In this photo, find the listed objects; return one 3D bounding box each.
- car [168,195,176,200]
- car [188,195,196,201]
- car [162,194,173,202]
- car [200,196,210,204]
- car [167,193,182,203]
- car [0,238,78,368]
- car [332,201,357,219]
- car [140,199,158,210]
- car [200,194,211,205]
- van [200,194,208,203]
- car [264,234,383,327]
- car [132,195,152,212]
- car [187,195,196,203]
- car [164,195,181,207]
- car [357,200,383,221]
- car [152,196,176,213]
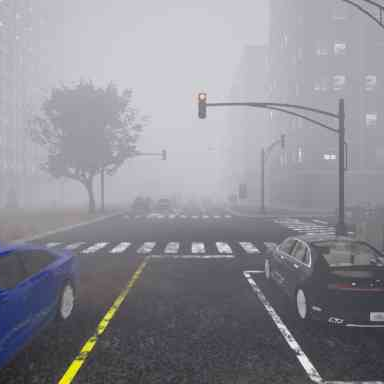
[{"bbox_3d":[-5.766,1.654,94.556,2.008,1.369,4.403,0,0,0],"label":"car"},{"bbox_3d":[-0.061,1.446,79.075,1.812,1.442,4.674,0,0,0],"label":"car"},{"bbox_3d":[-5.753,1.385,77.987,2.192,1.841,5.009,0,0,0],"label":"car"},{"bbox_3d":[2.637,1.578,67.118,1.752,1.417,4.829,0,0,0],"label":"car"},{"bbox_3d":[-3.088,1.273,65.886,2.150,2.045,5.566,0,0,0],"label":"car"},{"bbox_3d":[-3.102,1.478,4.351,1.882,1.535,5.008,0,0,0],"label":"car"},{"bbox_3d":[13.405,1.350,26.360,4.403,1.369,2.008,-1,1,-1],"label":"car"},{"bbox_3d":[-5.727,1.592,44.850,1.947,1.339,4.313,0,0,0],"label":"car"},{"bbox_3d":[2.641,1.610,61.425,1.947,1.339,4.313,0,0,0],"label":"car"},{"bbox_3d":[2.632,1.402,72.471,1.690,1.788,3.998,0,0,0],"label":"van"},{"bbox_3d":[2.684,1.551,6.945,2.008,1.369,4.403,0,0,0],"label":"car"},{"bbox_3d":[-5.723,1.336,39.327,2.192,1.841,5.009,0,0,0],"label":"car"},{"bbox_3d":[-0.055,1.656,69.098,1.895,1.301,4.718,0,0,0],"label":"car"},{"bbox_3d":[-3.132,1.521,48.179,2.128,1.511,4.902,0,0,0],"label":"car"},{"bbox_3d":[14.921,1.283,23.797,4.892,1.490,1.837,-1,0,-1],"label":"car"},{"bbox_3d":[-3.129,1.524,37.973,1.837,1.490,4.892,0,0,0],"label":"car"}]
